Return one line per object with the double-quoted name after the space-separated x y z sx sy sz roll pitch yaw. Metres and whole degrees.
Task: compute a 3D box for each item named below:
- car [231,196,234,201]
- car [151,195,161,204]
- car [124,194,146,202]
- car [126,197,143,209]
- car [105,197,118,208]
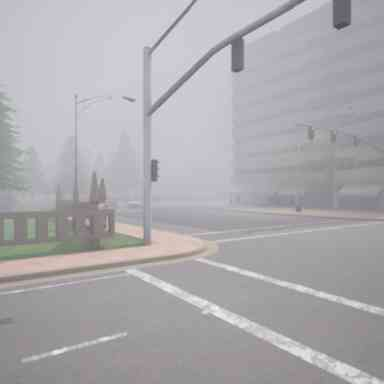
11.502 1.420 81.239 4.674 1.442 1.812 0 0 -35 "car"
-7.056 1.255 60.530 2.128 1.511 4.902 0 0 14 "car"
-10.449 1.119 61.389 2.033 1.411 5.357 0 0 14 "car"
-7.543 1.457 43.711 1.812 1.442 4.674 0 0 -9 "car"
-11.306 1.424 45.569 2.128 1.511 4.902 0 0 -6 "car"
